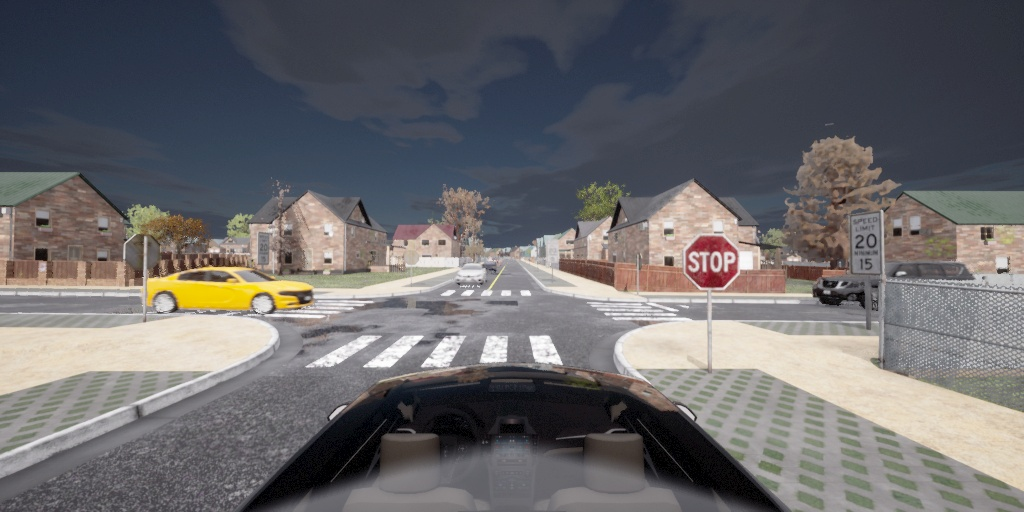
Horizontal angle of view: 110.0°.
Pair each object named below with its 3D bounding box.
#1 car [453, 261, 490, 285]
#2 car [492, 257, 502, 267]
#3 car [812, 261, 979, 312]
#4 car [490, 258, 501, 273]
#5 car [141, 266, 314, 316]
[{"bbox_3d":[-2.854,1.285,26.040,1.812,1.442,4.674,0,0,1],"label":"car"},{"bbox_3d":[-2.737,0.927,61.612,2.097,1.767,4.553,0,0,0],"label":"car"},{"bbox_3d":[16.083,1.214,15.181,5.566,2.045,2.150,1,-1,0],"label":"car"},{"bbox_3d":[-2.834,1.311,45.043,2.033,1.411,5.357,0,0,0],"label":"car"},{"bbox_3d":[-9.415,1.120,12.137,5.008,1.535,1.882,1,-1,0],"label":"car"}]
